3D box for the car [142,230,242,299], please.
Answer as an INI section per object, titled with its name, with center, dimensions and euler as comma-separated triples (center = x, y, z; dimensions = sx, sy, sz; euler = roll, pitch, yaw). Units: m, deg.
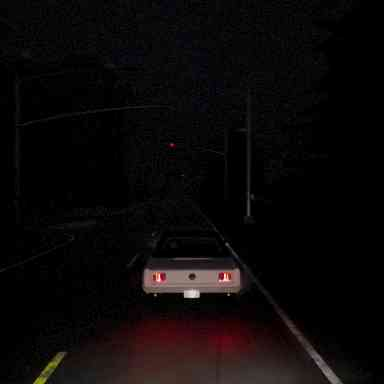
[car]
center = -0.036, 1.601, 8.377
dimensions = 1.895, 1.301, 4.718
euler = 0, 0, -1
